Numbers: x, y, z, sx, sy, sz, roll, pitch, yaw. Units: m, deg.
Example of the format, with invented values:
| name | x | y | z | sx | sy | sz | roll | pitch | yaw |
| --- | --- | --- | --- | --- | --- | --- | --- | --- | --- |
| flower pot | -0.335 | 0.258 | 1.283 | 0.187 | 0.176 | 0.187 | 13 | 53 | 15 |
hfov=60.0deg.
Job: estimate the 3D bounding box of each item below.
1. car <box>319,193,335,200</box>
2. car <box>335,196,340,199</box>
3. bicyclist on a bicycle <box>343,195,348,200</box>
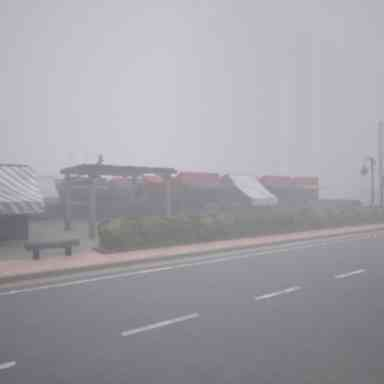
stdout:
| name | x | y | z | sx | sy | sz | roll | pitch | yaw |
| --- | --- | --- | --- | --- | --- | --- | --- | --- | --- |
| car | 24.225 | 1.086 | 62.842 | 1.905 | 1.878 | 3.866 | 0 | 0 | -36 |
| car | 26.616 | 1.085 | 64.555 | 1.905 | 1.878 | 3.866 | 0 | 0 | -36 |
| bicyclist on a bicycle | 23.149 | 1.222 | 50.360 | 1.656 | 1.620 | 0.582 | 0 | 0 | -36 |
